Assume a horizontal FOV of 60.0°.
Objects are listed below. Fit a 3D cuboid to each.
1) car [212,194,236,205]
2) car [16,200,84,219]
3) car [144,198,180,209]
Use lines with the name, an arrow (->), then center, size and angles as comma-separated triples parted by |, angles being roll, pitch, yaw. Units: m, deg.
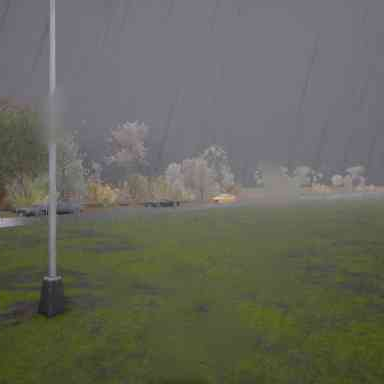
car -> 4.989, 1.070, 51.091 | 1.882, 1.535, 5.008 | 0, 1, 37
car -> -11.845, 1.389, 28.223 | 2.033, 1.411, 5.357 | 0, 1, 36
car -> -3.530, 1.323, 39.560 | 1.895, 1.301, 4.718 | 0, 1, 36
